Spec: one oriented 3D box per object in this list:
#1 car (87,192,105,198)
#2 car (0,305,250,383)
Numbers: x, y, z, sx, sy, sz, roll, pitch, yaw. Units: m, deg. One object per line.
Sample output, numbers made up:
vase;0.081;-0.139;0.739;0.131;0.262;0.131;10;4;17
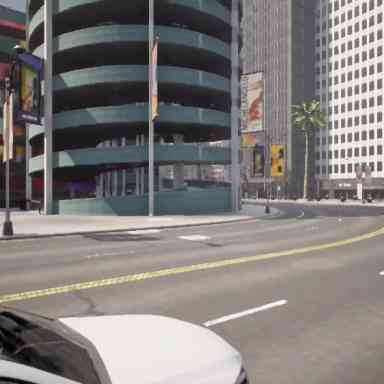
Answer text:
car;-19.030;0.969;66.018;2.435;2.045;5.566;0;0;-36
car;-1.631;1.518;2.116;4.674;1.442;1.812;0;0;-35
